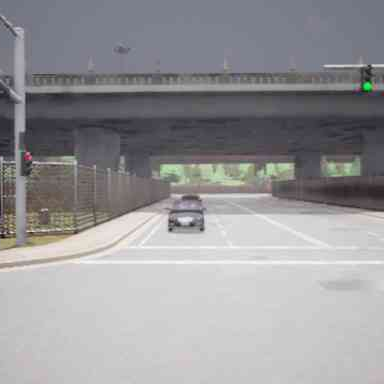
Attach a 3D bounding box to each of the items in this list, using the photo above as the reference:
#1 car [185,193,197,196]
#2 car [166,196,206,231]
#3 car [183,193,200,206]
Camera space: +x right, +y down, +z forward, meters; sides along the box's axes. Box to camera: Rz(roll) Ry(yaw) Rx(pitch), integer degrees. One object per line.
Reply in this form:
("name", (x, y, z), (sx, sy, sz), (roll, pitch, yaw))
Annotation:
("car", (-0.198, 1.013, 28.058), (1.882, 1.535, 5.008), (0, 1, 1))
("car", (-0.299, 1.197, 18.234), (2.128, 1.511, 4.902), (0, 1, 1))
("car", (-0.054, 0.876, 40.923), (1.994, 1.385, 4.181), (0, 1, 1))
